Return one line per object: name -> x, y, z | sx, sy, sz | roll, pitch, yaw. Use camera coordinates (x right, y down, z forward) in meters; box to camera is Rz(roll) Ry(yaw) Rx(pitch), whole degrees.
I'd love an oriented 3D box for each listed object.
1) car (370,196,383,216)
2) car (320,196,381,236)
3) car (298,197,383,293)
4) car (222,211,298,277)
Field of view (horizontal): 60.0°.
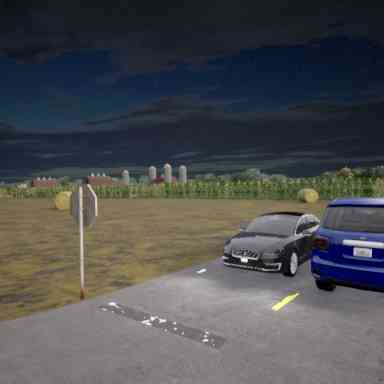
car -> 16.724, 1.159, 28.557 | 1.812, 1.442, 4.674 | 0, 1, 37
car -> 8.733, 1.134, 18.082 | 2.097, 1.767, 4.553 | 0, 1, 37
car -> 4.635, 1.130, 8.000 | 2.150, 2.045, 5.566 | 0, 1, 37
car -> 2.729, 1.397, 10.134 | 1.837, 1.490, 4.892 | 0, 1, 36
